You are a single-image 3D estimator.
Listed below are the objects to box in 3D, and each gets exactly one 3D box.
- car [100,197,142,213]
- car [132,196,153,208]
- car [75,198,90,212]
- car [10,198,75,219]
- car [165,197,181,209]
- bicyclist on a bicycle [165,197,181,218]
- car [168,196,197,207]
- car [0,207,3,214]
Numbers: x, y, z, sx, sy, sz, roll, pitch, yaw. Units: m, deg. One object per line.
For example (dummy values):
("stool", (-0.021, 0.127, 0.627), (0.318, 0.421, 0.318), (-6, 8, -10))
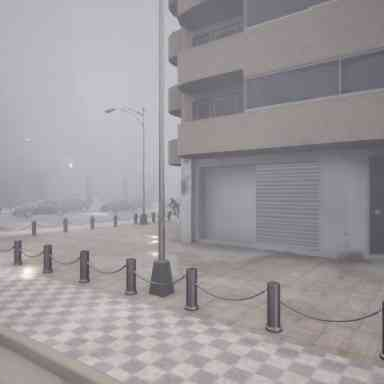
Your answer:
("car", (-7.972, 1.508, 36.262), (1.994, 1.385, 4.181), (0, 0, 36))
("car", (-7.236, 1.296, 43.234), (2.097, 1.767, 4.553), (0, 0, 36))
("car", (-13.100, 1.449, 35.149), (1.837, 1.490, 4.892), (0, 0, 36))
("car", (-13.203, 1.436, 29.043), (2.128, 1.511, 4.902), (0, 0, 36))
("car", (-2.118, 1.508, 44.334), (1.994, 1.385, 4.181), (0, 0, 36))
("bicyclist on a bicycle", (-1.503, 1.246, 26.473), (1.656, 1.620, 0.582), (0, 0, 36))
("car", (-1.382, 1.449, 51.286), (1.837, 1.490, 4.892), (0, 0, 36))
("car", (-18.580, 1.545, 27.608), (1.895, 1.301, 4.718), (0, 0, 36))
